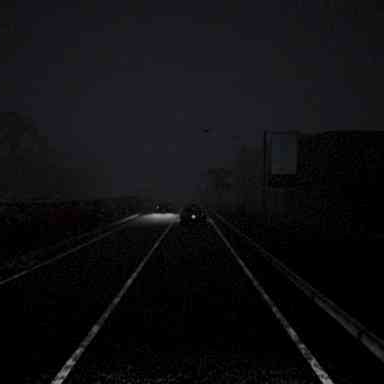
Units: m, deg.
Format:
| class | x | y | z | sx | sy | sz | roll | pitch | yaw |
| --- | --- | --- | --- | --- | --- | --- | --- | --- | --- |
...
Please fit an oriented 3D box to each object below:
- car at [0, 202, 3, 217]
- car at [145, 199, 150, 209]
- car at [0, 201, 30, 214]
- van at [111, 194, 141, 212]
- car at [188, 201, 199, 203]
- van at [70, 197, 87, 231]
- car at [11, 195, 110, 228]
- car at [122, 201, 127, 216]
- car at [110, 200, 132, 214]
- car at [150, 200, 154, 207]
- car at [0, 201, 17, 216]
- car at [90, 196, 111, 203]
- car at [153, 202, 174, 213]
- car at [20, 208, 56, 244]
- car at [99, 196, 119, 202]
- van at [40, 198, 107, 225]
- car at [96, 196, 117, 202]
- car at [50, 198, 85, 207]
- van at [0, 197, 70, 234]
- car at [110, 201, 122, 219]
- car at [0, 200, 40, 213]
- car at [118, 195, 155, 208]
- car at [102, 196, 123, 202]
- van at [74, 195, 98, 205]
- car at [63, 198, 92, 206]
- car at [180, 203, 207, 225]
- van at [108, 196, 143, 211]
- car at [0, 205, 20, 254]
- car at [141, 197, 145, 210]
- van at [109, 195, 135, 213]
| class | x | y | z | sx | sy | sz | roll | pitch | yaw |
| --- | --- | --- | --- | --- | --- | --- | --- | --- | --- |
| car | -21.975 | 1.807 | 33.387 | 4.792 | 1.488 | 2.163 | 0 | 0 | 0 |
| car | -8.932 | 1.855 | 48.083 | 4.674 | 1.452 | 2.002 | 0 | 0 | 0 |
| car | -22.001 | 1.797 | 38.936 | 5.008 | 1.535 | 2.097 | 0 | 0 | 0 |
| van | -8.810 | 1.573 | 39.670 | 4.442 | 1.987 | 1.878 | 0 | 0 | 0 |
| car | 0.140 | 1.826 | 42.103 | 1.812 | 1.442 | 4.674 | 0 | 0 | 0 |
| van | -9.036 | 1.443 | 20.043 | 4.442 | 1.987 | 1.878 | 0 | -1 | 0 |
| car | -8.893 | 1.445 | 22.848 | 5.566 | 2.045 | 2.435 | 0 | -1 | 0 |
| car | -8.921 | 1.803 | 31.257 | 4.674 | 1.452 | 2.002 | 0 | 0 | 0 |
| car | -8.954 | 1.809 | 34.065 | 4.792 | 1.488 | 2.163 | 0 | 0 | 0 |
| car | -8.745 | 1.817 | 50.886 | 5.366 | 1.575 | 1.946 | 0 | 0 | 0 |
| car | -22.190 | 1.784 | 36.159 | 5.366 | 1.575 | 1.946 | 0 | 0 | 0 |
| car | -22.053 | 1.749 | 80.571 | 4.553 | 1.767 | 2.185 | 0 | 0 | 0 |
| car | -3.303 | 1.898 | 41.335 | 1.895 | 1.301 | 4.718 | 0 | 0 | 0 |
| car | -8.911 | 1.617 | 14.435 | 4.892 | 1.521 | 2.231 | 0 | -1 | 0 |
| car | -22.053 | 1.922 | 88.897 | 4.792 | 1.488 | 2.163 | 0 | 0 | 0 |
| van | -9.038 | 1.497 | 25.648 | 4.442 | 1.987 | 1.878 | 0 | 0 | 0 |
| car | -22.017 | 1.888 | 86.122 | 4.892 | 1.521 | 2.231 | 0 | 0 | 0 |
| car | -21.827 | 1.830 | 58.366 | 5.366 | 1.575 | 1.946 | 0 | 0 | 0 |
| van | -9.035 | 1.417 | 17.240 | 4.442 | 1.987 | 1.878 | 0 | -1 | 0 |
| car | -8.929 | 1.744 | 28.454 | 4.892 | 1.521 | 2.231 | 0 | 0 | 0 |
| car | -22.001 | 1.806 | 41.714 | 4.892 | 1.521 | 2.231 | 0 | 0 | 0 |
| car | -8.903 | 1.573 | 53.690 | 5.566 | 2.045 | 2.435 | 0 | 0 | 0 |
| car | -21.839 | 1.897 | 91.671 | 5.366 | 1.575 | 1.946 | 0 | 0 | 0 |
| van | -22.134 | 1.627 | 69.469 | 4.442 | 1.987 | 1.878 | 0 | 0 | 0 |
| car | -21.986 | 1.873 | 63.918 | 4.792 | 1.488 | 2.163 | 0 | 0 | 0 |
| car | 0.126 | 1.779 | 26.078 | 1.994 | 1.385 | 4.181 | 0 | 0 | 0 |
| van | -9.046 | 1.584 | 45.280 | 4.442 | 1.987 | 1.878 | 0 | 0 | 0 |
| car | -8.948 | 1.463 | 11.633 | 4.553 | 1.767 | 2.185 | 0 | -1 | 0 |
| car | -8.923 | 1.805 | 42.477 | 5.008 | 1.535 | 2.097 | 0 | 0 | 0 |
| van | -9.042 | 1.564 | 36.868 | 4.442 | 1.987 | 1.878 | 0 | 0 | 0 |
